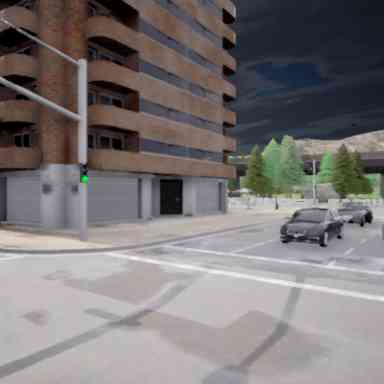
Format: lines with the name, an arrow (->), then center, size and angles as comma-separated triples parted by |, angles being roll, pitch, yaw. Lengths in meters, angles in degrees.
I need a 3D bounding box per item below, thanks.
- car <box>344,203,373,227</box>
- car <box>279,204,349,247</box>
car -> 11.063, 1.494, 22.800 | 2.128, 1.511, 4.902 | 0, 0, 36
car -> 5.579, 1.507, 15.261 | 1.837, 1.490, 4.892 | 0, 0, 36
